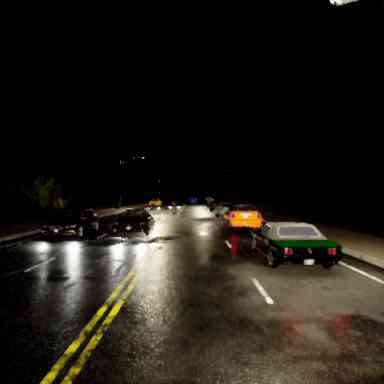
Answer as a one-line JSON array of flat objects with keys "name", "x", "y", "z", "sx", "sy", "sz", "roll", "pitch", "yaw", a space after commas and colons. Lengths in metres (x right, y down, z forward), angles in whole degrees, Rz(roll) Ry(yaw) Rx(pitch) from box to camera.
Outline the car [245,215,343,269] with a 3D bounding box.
[{"name": "car", "x": 3.267, "y": 1.687, "z": 11.479, "sx": 1.895, "sy": 1.301, "sz": 4.718, "roll": 0, "pitch": 0, "yaw": 0}]

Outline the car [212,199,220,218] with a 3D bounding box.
[{"name": "car", "x": 3.298, "y": 1.772, "z": 33.449, "sx": 1.812, "sy": 1.442, "sz": 4.674, "roll": 0, "pitch": 0, "yaw": 0}]

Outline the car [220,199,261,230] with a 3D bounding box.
[{"name": "car", "x": 3.282, "y": 1.518, "z": 22.421, "sx": 2.097, "sy": 1.767, "sz": 4.553, "roll": 0, "pitch": 0, "yaw": 0}]

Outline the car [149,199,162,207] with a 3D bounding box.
[{"name": "car", "x": -6.465, "y": 1.903, "z": 58.774, "sx": 1.882, "sy": 1.535, "sz": 5.008, "roll": 0, "pitch": 0, "yaw": 1}]

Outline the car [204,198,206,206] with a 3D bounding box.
[{"name": "car", "x": 3.330, "y": 2.004, "z": 55.477, "sx": 1.895, "sy": 1.301, "sz": 4.718, "roll": 0, "pitch": 0, "yaw": 0}]

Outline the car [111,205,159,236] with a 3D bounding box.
[{"name": "car", "x": -3.322, "y": 1.708, "z": 19.415, "sx": 1.994, "sy": 1.385, "sz": 4.181, "roll": 0, "pitch": 0, "yaw": 0}]

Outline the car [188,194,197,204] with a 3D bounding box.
[{"name": "car", "x": 0.109, "y": 1.877, "z": 74.865, "sx": 1.882, "sy": 1.535, "sz": 5.008, "roll": 0, "pitch": 0, "yaw": 0}]

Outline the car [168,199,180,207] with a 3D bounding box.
[{"name": "car", "x": -3.202, "y": 1.972, "z": 61.804, "sx": 1.812, "sy": 1.442, "sz": 4.674, "roll": 0, "pitch": 0, "yaw": 1}]

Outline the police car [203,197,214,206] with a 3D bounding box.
[{"name": "police car", "x": 3.346, "y": 1.906, "z": 66.559, "sx": 1.930, "sy": 1.638, "sz": 5.238, "roll": 0, "pitch": 0, "yaw": 0}]

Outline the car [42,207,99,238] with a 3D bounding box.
[{"name": "car", "x": -6.573, "y": 1.642, "z": 18.524, "sx": 1.837, "sy": 1.490, "sz": 4.892, "roll": 0, "pitch": 0, "yaw": 0}]

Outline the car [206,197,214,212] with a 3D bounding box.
[{"name": "car", "x": 3.314, "y": 1.756, "z": 44.449, "sx": 2.033, "sy": 1.649, "sz": 4.856, "roll": 0, "pitch": 0, "yaw": 0}]

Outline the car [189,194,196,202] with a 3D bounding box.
[{"name": "car", "x": 0.137, "y": 1.713, "z": 94.271, "sx": 2.150, "sy": 2.045, "sz": 5.566, "roll": 0, "pitch": 0, "yaw": 0}]
